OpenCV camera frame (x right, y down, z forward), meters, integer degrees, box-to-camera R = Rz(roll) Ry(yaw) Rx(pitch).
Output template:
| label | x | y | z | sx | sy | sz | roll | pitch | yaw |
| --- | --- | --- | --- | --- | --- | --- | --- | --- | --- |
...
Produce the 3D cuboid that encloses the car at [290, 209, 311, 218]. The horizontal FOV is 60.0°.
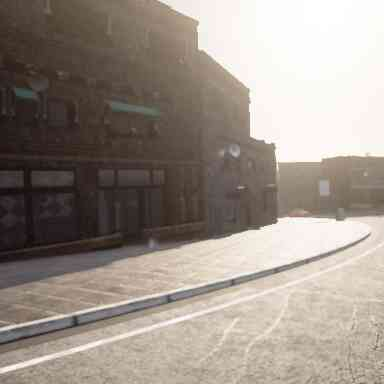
| label | x | y | z | sx | sy | sz | roll | pitch | yaw |
| --- | --- | --- | --- | --- | --- | --- | --- | --- | --- |
| car | 20.243 | 3.973 | 62.264 | 2.097 | 1.767 | 4.553 | -2 | -4 | -12 |
